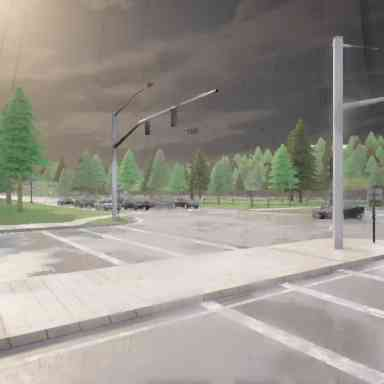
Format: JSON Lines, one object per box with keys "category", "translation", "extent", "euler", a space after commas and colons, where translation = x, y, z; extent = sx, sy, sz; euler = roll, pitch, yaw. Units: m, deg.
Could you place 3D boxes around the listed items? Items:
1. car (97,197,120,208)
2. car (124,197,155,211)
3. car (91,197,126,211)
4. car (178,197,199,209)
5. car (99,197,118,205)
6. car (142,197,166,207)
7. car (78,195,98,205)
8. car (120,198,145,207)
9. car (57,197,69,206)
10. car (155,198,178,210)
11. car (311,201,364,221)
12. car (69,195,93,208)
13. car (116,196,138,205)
{"category": "car", "translation": [-12.520, 1.526, 49.702], "extent": [1.812, 1.442, 4.674], "euler": [0, 0, -35]}
{"category": "car", "translation": [-7.159, 1.547, 42.050], "extent": [2.033, 1.411, 5.357], "euler": [0, 0, -35]}
{"category": "car", "translation": [-10.203, 1.601, 40.296], "extent": [1.895, 1.301, 4.718], "euler": [0, 0, -35]}
{"category": "car", "translation": [-0.958, 1.505, 45.402], "extent": [1.837, 1.490, 4.892], "euler": [0, 0, -35]}
{"category": "car", "translation": [-14.902, 1.564, 59.237], "extent": [1.994, 1.385, 4.181], "euler": [0, 0, -35]}
{"category": "car", "translation": [-6.048, 1.564, 52.676], "extent": [1.994, 1.385, 4.181], "euler": [0, 0, -35]}
{"category": "car", "translation": [-18.084, 1.352, 57.671], "extent": [2.097, 1.767, 4.553], "euler": [0, 0, -35]}
{"category": "car", "translation": [-9.193, 1.601, 51.051], "extent": [1.895, 1.301, 4.718], "euler": [0, 0, -35]}
{"category": "car", "translation": [-21.447, 1.564, 56.376], "extent": [1.994, 1.385, 4.181], "euler": [0, 0, -35]}
{"category": "car", "translation": [-4.171, 1.564, 43.887], "extent": [1.994, 1.385, 4.181], "euler": [0, 0, -35]}
{"category": "car", "translation": [11.351, 1.477, 25.887], "extent": [5.008, 1.535, 1.882], "euler": [0, 0, -35]}
{"category": "car", "translation": [-15.744, 1.547, 48.199], "extent": [2.033, 1.411, 5.357], "euler": [0, 0, -35]}
{"category": "car", "translation": [-12.047, 1.547, 61.274], "extent": [2.033, 1.411, 5.357], "euler": [0, 0, -34]}
